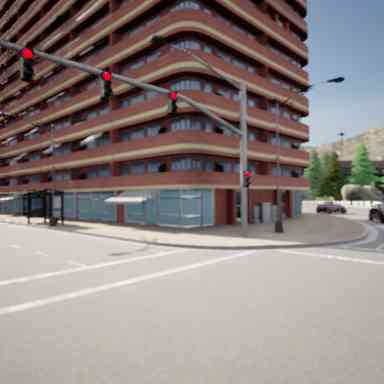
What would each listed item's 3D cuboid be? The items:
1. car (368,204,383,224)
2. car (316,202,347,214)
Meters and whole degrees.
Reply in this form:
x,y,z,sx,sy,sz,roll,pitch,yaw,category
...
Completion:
x,y,z,sx,sy,sz,roll,pitch,yaw,category
15.393,1.655,26.301,1.812,1.442,4.674,-1,-1,13,car
16.156,1.837,38.720,1.994,1.385,4.181,0,-1,-7,car
